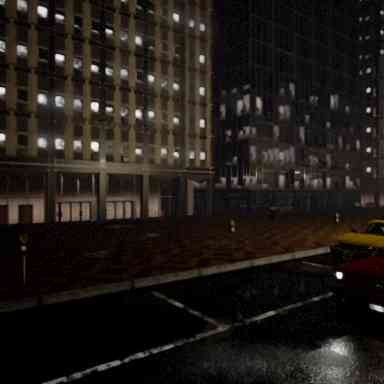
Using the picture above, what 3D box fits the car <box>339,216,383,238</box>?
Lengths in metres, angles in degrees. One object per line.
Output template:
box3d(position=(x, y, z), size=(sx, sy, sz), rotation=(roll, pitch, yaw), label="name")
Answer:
box3d(position=(6.620, 1.542, 11.399), size=(4.829, 1.417, 1.752), rotation=(0, 0, -36), label="car")

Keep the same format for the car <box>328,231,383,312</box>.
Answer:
box3d(position=(4.859, 1.610, 6.793), size=(4.718, 1.301, 1.895), rotation=(0, 0, -36), label="car")
